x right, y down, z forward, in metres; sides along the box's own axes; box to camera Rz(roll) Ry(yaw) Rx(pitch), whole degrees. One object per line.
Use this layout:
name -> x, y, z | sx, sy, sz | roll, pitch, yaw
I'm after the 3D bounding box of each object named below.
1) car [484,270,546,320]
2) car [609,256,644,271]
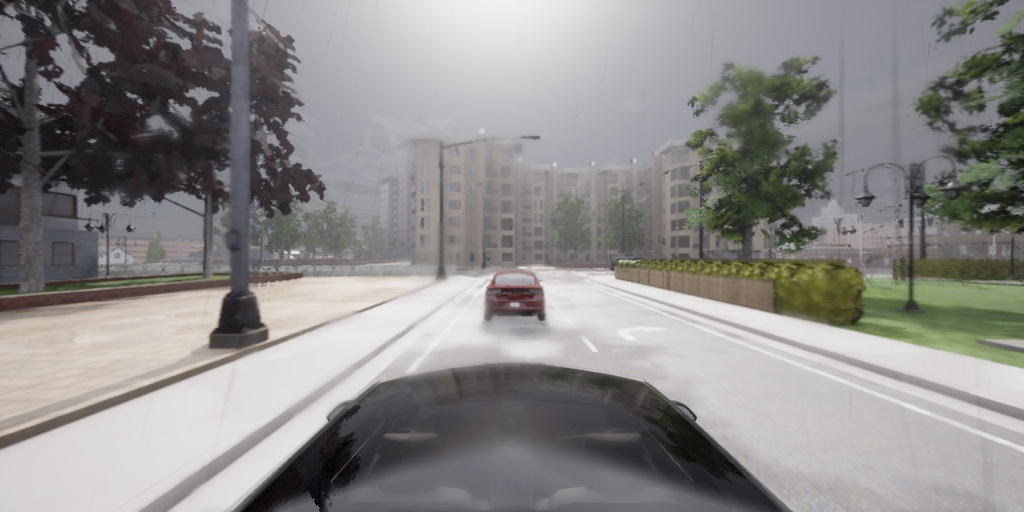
car -> 0.095, 1.233, 12.613 | 1.882, 1.535, 5.008 | 0, 0, 0
car -> 13.629, 0.987, 39.674 | 5.566, 2.045, 2.150 | 0, 0, 6
